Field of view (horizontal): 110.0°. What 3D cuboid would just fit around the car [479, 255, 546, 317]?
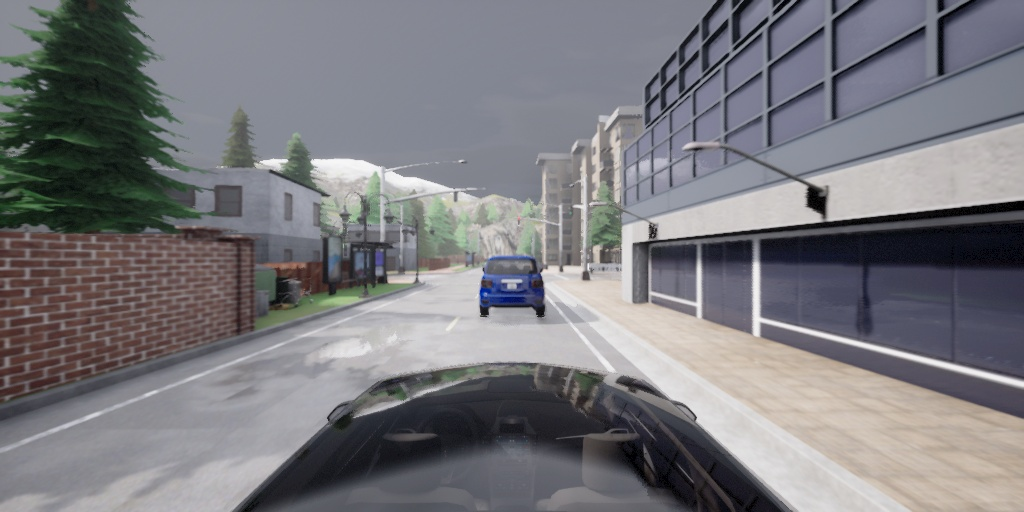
[{"bbox_3d":[0.029,0.995,13.448,2.150,2.045,5.566,0,0,1],"label":"car"}]
